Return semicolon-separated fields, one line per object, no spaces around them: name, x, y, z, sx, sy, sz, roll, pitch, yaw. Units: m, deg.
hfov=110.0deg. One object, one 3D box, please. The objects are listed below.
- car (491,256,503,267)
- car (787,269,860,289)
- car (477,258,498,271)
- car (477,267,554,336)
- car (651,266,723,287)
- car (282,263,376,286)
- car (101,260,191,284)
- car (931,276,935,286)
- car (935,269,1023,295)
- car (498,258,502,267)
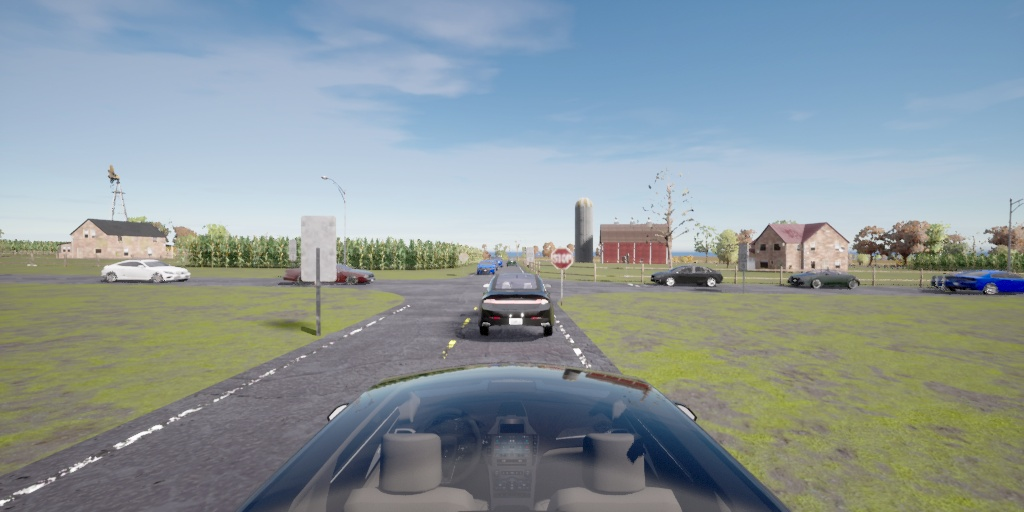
car;-2.785;1.027;63.209;2.150;2.045;5.566;0;0;1
car;22.719;1.642;26.258;4.181;1.385;1.994;1;1;0
car;-2.814;1.247;39.878;1.882;1.535;5.008;0;0;-1
car;0.142;1.242;10.388;2.128;1.511;4.902;0;0;1
car;12.737;1.444;26.273;4.892;1.490;1.837;1;1;1
car;-11.848;1.164;23.434;5.357;1.411;2.033;1;1;-4
car;-23.586;0.972;23.149;4.674;1.442;1.812;1;1;0
car;33.793;1.718;26.289;4.902;1.511;2.128;1;1;0
car;31.358;1.703;23.341;5.008;1.535;1.882;1;1;0
car;-2.824;1.330;50.505;2.033;1.411;5.357;0;0;0
